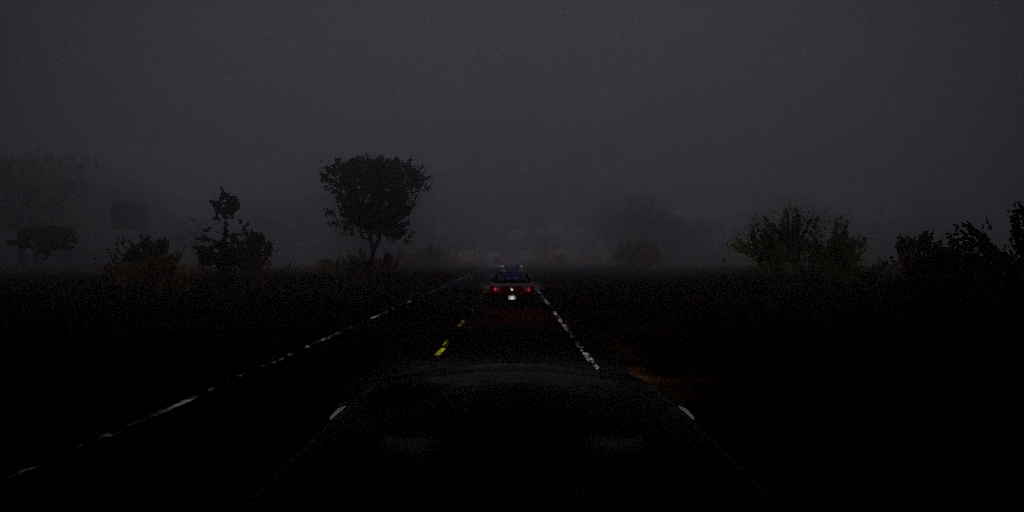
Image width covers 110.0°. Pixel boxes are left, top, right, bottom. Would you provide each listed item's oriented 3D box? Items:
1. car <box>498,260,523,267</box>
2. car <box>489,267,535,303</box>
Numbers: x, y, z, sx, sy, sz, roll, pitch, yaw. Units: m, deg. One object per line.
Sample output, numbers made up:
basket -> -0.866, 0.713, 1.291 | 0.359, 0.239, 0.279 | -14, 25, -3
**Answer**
car -> 0.000, 1.314, 31.499 | 1.994, 1.385, 4.181 | 0, 0, 0
car -> 0.000, 1.366, 16.530 | 1.895, 1.301, 4.718 | 0, 0, 0
